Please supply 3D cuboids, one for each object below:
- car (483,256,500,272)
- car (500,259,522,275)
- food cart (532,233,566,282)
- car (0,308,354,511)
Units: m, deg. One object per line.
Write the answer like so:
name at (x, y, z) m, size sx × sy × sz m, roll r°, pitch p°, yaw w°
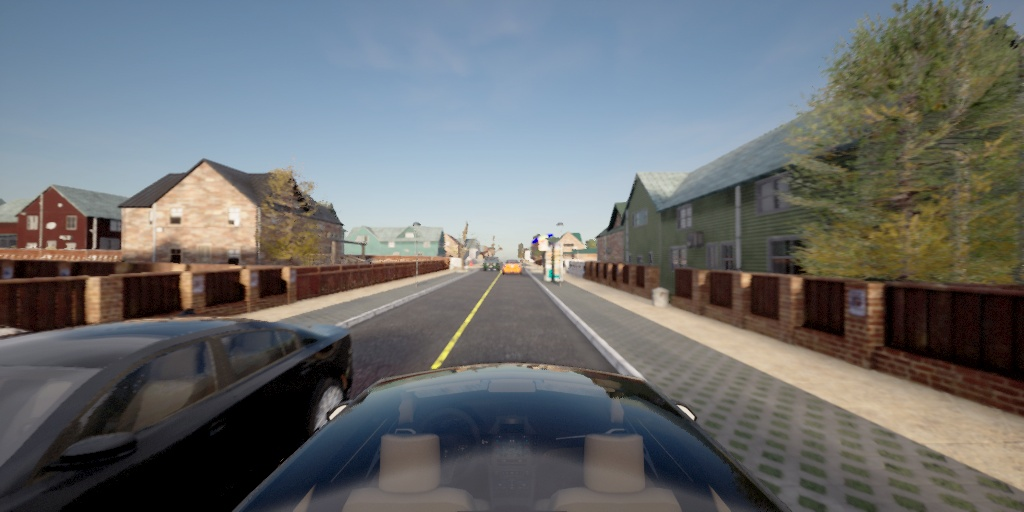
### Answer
car at (-2.750, 1.031, 49.216) m, size 2.150 × 2.045 × 5.566 m, roll 0°, pitch 0°, yaw 0°
car at (0.033, 1.142, 39.913) m, size 2.097 × 1.767 × 4.553 m, roll 0°, pitch 0°, yaw 0°
food cart at (3.010, 0.232, 27.304) m, size 2.280 × 3.560 × 4.660 m, roll 0°, pitch 0°, yaw 0°
car at (-2.850, 1.228, 2.328) m, size 1.882 × 1.535 × 5.008 m, roll 0°, pitch 0°, yaw 0°
